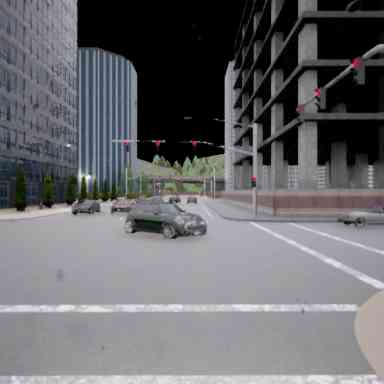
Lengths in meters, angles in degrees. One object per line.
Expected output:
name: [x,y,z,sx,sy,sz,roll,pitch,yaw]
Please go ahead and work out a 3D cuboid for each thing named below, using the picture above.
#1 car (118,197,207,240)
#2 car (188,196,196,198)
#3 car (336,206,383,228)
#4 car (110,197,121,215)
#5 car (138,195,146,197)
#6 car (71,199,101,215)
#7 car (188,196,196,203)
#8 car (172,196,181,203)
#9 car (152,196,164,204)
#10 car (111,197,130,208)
car: [-1.418,1.331,17.070,4.553,1.767,2.097,0,0,43]
car: [0.014,1.527,64.701,2.128,1.511,4.902,0,0,0]
car: [11.884,1.557,21.375,4.718,1.301,1.895,0,0,0]
car: [-7.091,1.496,34.588,1.882,1.535,5.008,0,0,0]
car: [-7.077,1.593,52.333,1.994,1.385,4.181,0,0,0]
car: [-10.592,1.523,33.619,1.837,1.490,4.892,0,0,0]
car: [0.016,1.619,73.806,1.895,1.301,4.718,0,0,0]
car: [-3.484,1.548,73.777,1.812,1.442,4.674,0,0,0]
car: [-6.986,1.646,68.711,1.994,1.385,4.181,0,0,0]
car: [-10.576,1.552,49.501,1.812,1.442,4.674,0,0,0]
